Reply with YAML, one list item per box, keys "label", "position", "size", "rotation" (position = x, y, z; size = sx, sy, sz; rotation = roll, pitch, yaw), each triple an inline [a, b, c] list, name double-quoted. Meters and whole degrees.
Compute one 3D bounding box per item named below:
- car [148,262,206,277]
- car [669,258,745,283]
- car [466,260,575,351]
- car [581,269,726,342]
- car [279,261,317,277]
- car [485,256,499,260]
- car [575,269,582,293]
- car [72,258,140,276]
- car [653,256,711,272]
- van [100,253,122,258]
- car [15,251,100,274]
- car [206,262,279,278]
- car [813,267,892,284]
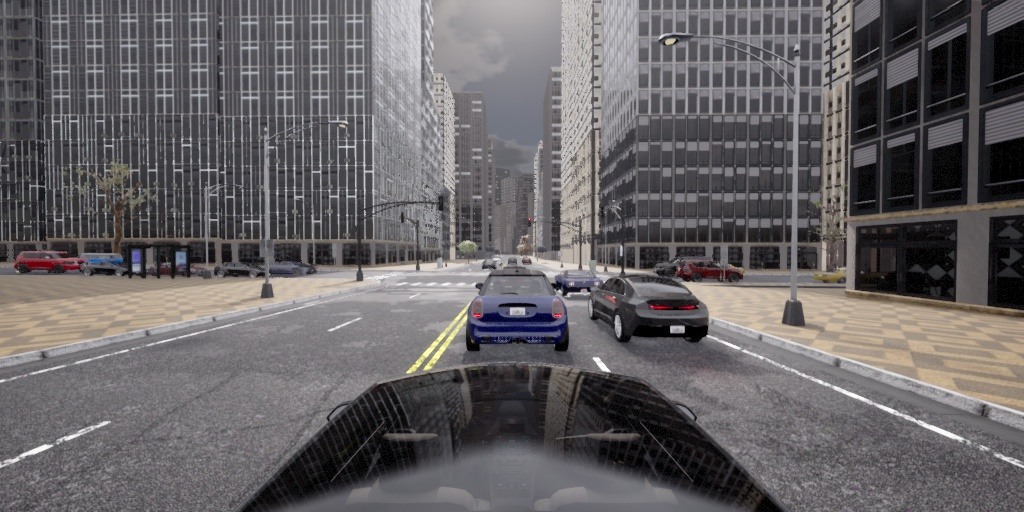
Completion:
- label: "car"
  position: [-28.367, 1.137, 30.445]
  size: [4.207, 1.307, 1.802]
  rotation: [0, 0, 1]
- label: "car"
  position: [16.241, 1.268, 29.707]
  size: [5.009, 1.841, 2.192]
  rotation: [0, 0, 1]
- label: "car"
  position: [0.112, 1.098, 9.111]
  size: [2.097, 1.767, 4.553]
  rotation: [0, 0, 0]
- label: "car"
  position: [3.363, 1.251, 9.716]
  size: [1.837, 1.490, 4.892]
  rotation: [0, 0, 0]
- label: "car"
  position: [-20.338, 1.148, 32.958]
  size: [4.181, 1.385, 1.994]
  rotation: [1, 1, 1]
- label: "car"
  position: [-3.255, 1.189, 51.520]
  size: [1.882, 1.535, 5.008]
  rotation: [0, 0, 1]
- label: "car"
  position: [3.380, 1.341, 19.027]
  size: [1.895, 1.301, 4.718]
  rotation: [0, 0, 0]
- label: "car"
  position: [-34.047, 1.068, 30.628]
  size: [4.313, 1.339, 1.948]
  rotation: [0, 0, 1]
- label: "car"
  position: [16.974, 1.079, 35.467]
  size: [5.566, 2.045, 2.150]
  rotation: [-1, 1, 1]
- label: "van"
  position: [-45.223, 0.603, 39.307]
  size: [3.998, 1.789, 1.690]
  rotation: [0, 0, 1]
- label: "car"
  position: [-42.670, 0.600, 33.458]
  size: [5.566, 2.045, 2.150]
  rotation: [1, 1, 1]
- label: "car"
  position: [-22.683, 1.172, 30.302]
  size: [4.313, 1.339, 1.948]
  rotation: [0, 0, 1]
- label: "car"
  position: [27.689, 1.578, 29.491]
  size: [4.829, 1.417, 1.751]
  rotation: [0, 0, 1]
